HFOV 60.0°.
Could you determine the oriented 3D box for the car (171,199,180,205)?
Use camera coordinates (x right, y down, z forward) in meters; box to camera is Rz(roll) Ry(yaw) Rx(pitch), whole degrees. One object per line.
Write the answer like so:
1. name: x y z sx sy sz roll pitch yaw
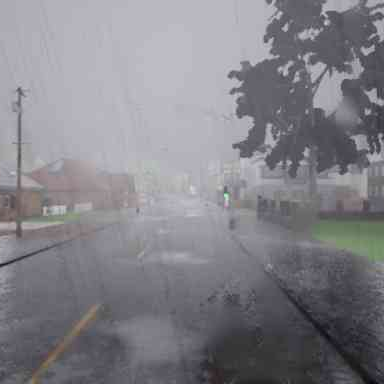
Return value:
1. car: -3.947 2.474 79.669 2.128 1.511 4.902 0 -1 0
